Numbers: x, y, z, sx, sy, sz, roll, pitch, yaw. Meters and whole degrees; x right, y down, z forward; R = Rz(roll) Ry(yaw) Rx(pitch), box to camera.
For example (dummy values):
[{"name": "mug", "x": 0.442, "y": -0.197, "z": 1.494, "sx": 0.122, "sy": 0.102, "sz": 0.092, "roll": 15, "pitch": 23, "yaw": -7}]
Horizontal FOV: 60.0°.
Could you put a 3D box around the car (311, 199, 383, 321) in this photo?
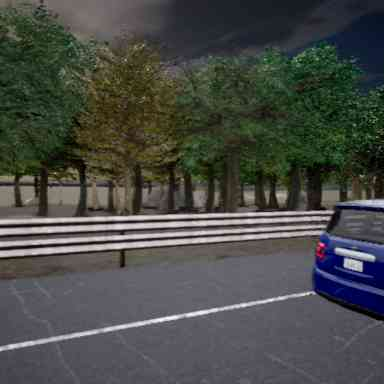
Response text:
[{"name": "car", "x": 4.737, "y": 1.167, "z": 6.057, "sx": 5.566, "sy": 2.045, "sz": 2.150, "roll": 0, "pitch": 1, "yaw": -27}]
